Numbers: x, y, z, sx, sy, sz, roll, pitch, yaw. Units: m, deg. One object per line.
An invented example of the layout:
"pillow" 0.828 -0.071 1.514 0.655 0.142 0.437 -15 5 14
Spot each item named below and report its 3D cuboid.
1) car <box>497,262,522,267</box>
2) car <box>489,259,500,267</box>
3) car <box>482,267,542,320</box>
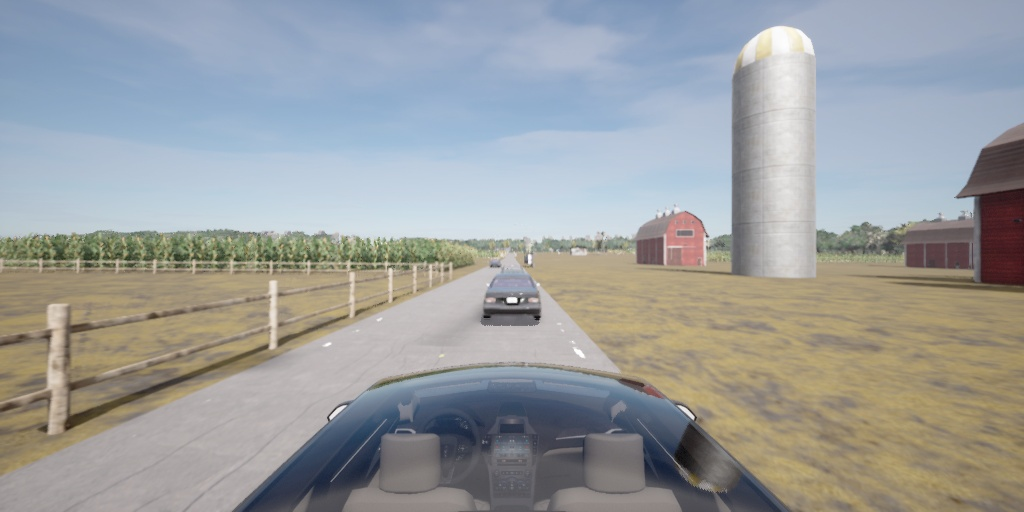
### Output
"car" 0.045 1.331 29.063 1.895 1.301 4.718 0 0 0
"car" -2.786 1.282 59.842 2.033 1.411 5.357 0 0 1
"car" 0.026 1.280 12.534 2.033 1.411 5.357 0 0 1
